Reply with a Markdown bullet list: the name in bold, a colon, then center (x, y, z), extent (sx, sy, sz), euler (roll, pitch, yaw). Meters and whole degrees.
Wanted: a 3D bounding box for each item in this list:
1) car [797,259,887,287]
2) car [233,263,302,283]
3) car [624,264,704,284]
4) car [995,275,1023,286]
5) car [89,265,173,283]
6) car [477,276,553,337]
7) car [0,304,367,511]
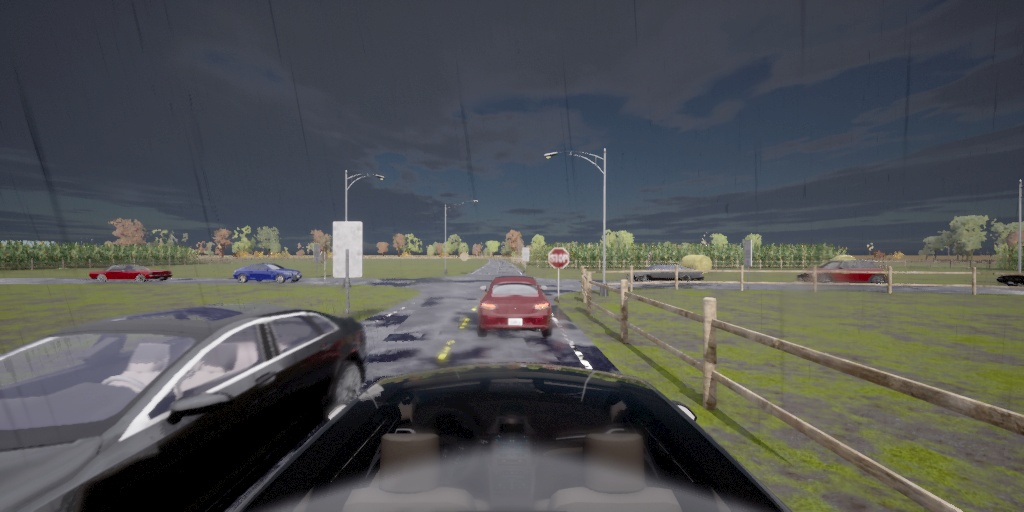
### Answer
- **car**: center (22.523, 1.106, 24.691), extent (4.553, 1.767, 2.097), euler (0, 0, 12)
- **car**: center (-18.291, 1.263, 26.878), extent (4.674, 1.442, 1.812), euler (0, 0, 3)
- **car**: center (11.268, 1.289, 26.768), extent (5.357, 1.411, 2.033), euler (0, 0, 9)
- **car**: center (33.735, 1.369, 22.176), extent (4.718, 1.301, 1.895), euler (0, 0, 14)
- **car**: center (-28.765, 1.335, 27.198), extent (4.718, 1.301, 1.895), euler (0, 0, 0)
- **car**: center (0.058, 1.274, 10.147), extent (1.812, 1.442, 4.674), euler (0, 0, -1)
- **car**: center (-2.868, 1.241, 2.954), extent (2.128, 1.511, 4.902), euler (0, 0, 0)
